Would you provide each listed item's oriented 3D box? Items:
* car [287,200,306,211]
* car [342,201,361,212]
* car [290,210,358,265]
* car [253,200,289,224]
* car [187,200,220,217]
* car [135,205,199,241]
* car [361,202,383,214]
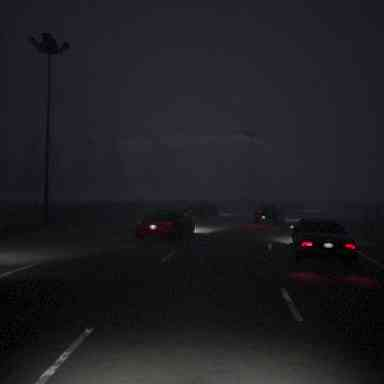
[{"bbox_3d":[13.080,1.811,42.947,2.128,1.511,4.902,1,0,42],"label":"car"},{"bbox_3d":[23.673,2.085,48.323,4.892,1.490,1.837,2,-2,-38],"label":"car"},{"bbox_3d":[4.732,1.663,12.382,2.033,1.411,5.357,1,0,15],"label":"car"},{"bbox_3d":[6.285,1.656,26.790,1.837,1.490,4.892,1,-1,24],"label":"car"},{"bbox_3d":[1.040,1.499,31.416,1.882,1.535,5.008,1,0,27],"label":"car"},{"bbox_3d":[-1.237,1.531,16.717,1.994,1.385,4.181,1,0,15],"label":"car"},{"bbox_3d":[25.305,2.126,45.162,4.892,1.490,1.837,2,-2,-39],"label":"car"}]
